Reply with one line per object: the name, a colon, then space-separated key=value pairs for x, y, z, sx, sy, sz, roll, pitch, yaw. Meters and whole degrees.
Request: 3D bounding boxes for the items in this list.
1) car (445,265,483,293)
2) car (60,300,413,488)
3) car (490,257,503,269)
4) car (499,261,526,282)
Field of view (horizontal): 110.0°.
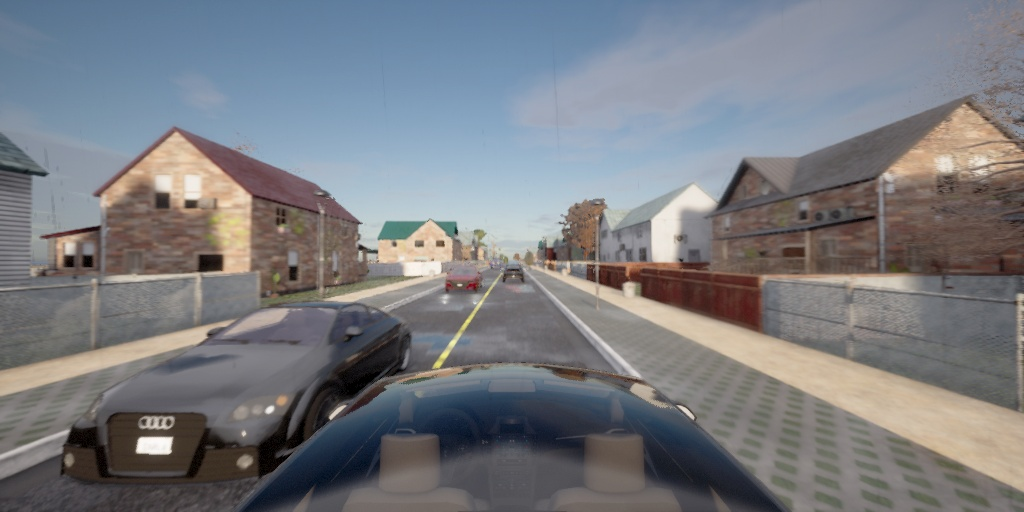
car: x=-2.841 y=1.321 z=21.961 sx=1.882 sy=1.535 sz=5.008 roll=0 pitch=0 yaw=0
car: x=-2.806 y=1.327 z=4.838 sx=1.994 sy=1.385 sz=4.181 roll=0 pitch=0 yaw=1
car: x=-2.727 y=1.171 z=63.949 sx=2.150 sy=2.045 sz=5.566 roll=0 pitch=0 yaw=0
car: x=0.110 y=1.392 z=30.399 sx=1.837 sy=1.490 sz=4.892 roll=0 pitch=-1 yaw=0
